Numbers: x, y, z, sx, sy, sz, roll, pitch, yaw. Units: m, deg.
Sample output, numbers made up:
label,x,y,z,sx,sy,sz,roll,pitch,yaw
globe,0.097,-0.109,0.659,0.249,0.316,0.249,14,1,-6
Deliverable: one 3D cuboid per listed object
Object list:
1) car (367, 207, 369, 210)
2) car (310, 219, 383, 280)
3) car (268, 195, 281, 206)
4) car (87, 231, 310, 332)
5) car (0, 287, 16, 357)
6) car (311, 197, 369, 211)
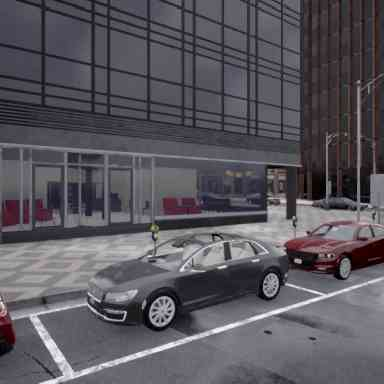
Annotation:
label,x,y,z,sx,sy,sz,roll,pitch,yaw
car,9.016,1.441,13.094,4.097,1.590,1.967,0,0,-36
car,4.575,1.545,9.922,4.507,1.381,1.887,0,0,-36
car,9.009,0.961,42.166,1.837,1.490,4.892,0,1,-36
car,0.135,1.551,6.750,4.403,1.369,2.008,0,0,-36
car,-4.306,1.440,3.578,4.097,1.590,1.967,0,0,-36
car,14.941,1.203,33.803,2.033,1.411,5.357,0,1,-41
